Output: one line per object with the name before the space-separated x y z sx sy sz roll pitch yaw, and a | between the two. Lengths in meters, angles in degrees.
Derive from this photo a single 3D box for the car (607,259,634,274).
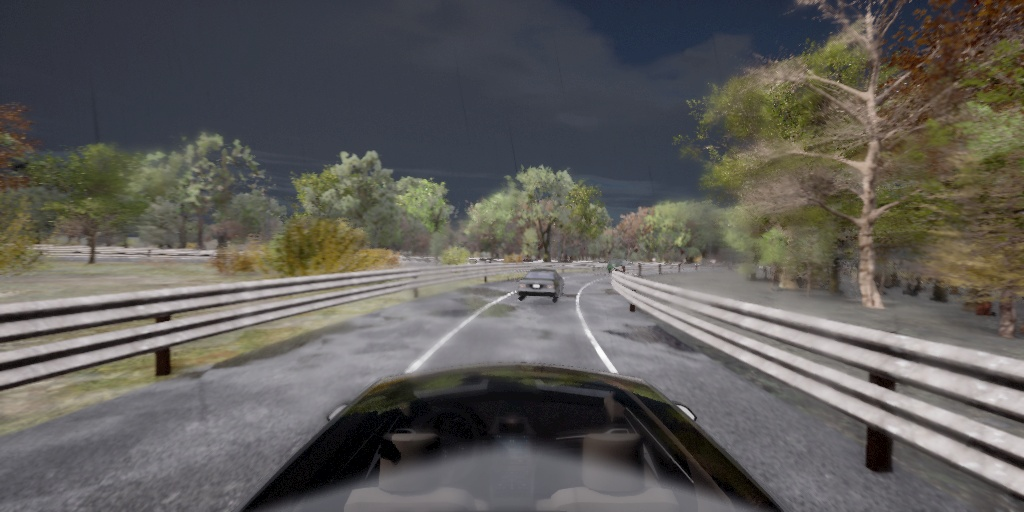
car | 14.888 1.413 49.097 2.150 2.045 5.566 1 0 35

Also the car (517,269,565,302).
car | 1.525 1.342 17.627 2.033 1.411 5.357 1 0 11
